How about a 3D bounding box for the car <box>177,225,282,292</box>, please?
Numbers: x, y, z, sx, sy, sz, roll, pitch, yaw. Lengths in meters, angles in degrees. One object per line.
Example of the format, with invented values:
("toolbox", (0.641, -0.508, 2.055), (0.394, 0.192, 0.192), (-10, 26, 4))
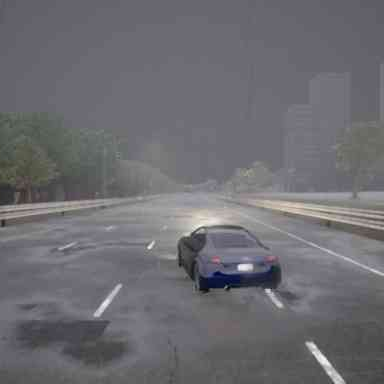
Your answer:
("car", (0.789, 1.586, 9.108), (1.994, 1.385, 4.181), (0, 0, -10))
